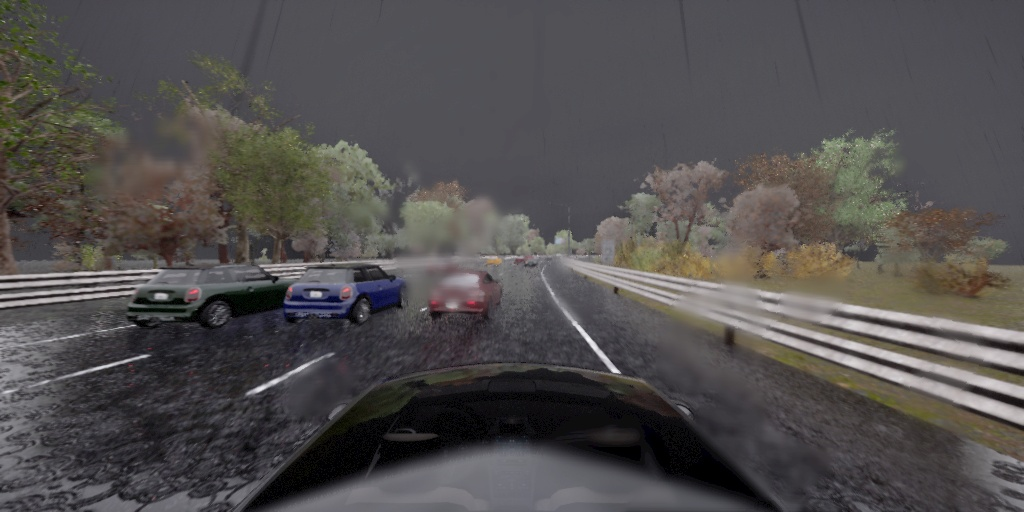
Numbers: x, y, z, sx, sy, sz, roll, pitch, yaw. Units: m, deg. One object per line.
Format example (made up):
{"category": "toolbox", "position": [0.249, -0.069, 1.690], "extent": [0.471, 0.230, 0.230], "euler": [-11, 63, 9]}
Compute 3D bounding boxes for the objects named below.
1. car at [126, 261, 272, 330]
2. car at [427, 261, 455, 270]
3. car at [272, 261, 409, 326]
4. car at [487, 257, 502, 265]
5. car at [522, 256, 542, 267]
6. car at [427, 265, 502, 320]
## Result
{"category": "car", "position": [-8.544, 1.013, 11.021], "extent": [2.097, 1.767, 4.553], "euler": [0, 0, 4]}
{"category": "car", "position": [-6.439, 1.114, 34.093], "extent": [1.895, 1.301, 4.718], "euler": [0, 0, 6]}
{"category": "car", "position": [-4.992, 1.020, 11.561], "extent": [2.097, 1.767, 4.553], "euler": [0, 0, 5]}
{"category": "car", "position": [-2.954, 0.825, 61.764], "extent": [1.882, 1.535, 5.008], "euler": [0, 0, 8]}
{"category": "car", "position": [3.091, 1.007, 54.596], "extent": [1.895, 1.301, 4.718], "euler": [0, 0, 8]}
{"category": "car", "position": [-1.423, 1.201, 12.160], "extent": [1.812, 1.442, 4.674], "euler": [0, 0, 5]}
